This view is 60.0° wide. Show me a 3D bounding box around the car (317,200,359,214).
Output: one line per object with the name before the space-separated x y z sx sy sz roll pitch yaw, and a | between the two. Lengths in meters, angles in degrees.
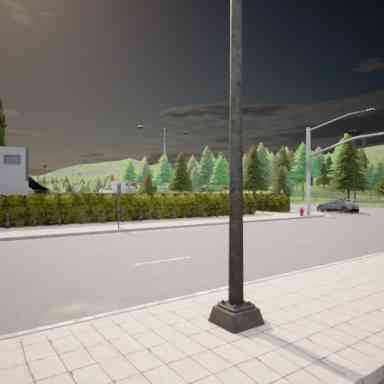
car | 15.540 1.564 35.527 1.994 1.385 4.181 0 0 -36
